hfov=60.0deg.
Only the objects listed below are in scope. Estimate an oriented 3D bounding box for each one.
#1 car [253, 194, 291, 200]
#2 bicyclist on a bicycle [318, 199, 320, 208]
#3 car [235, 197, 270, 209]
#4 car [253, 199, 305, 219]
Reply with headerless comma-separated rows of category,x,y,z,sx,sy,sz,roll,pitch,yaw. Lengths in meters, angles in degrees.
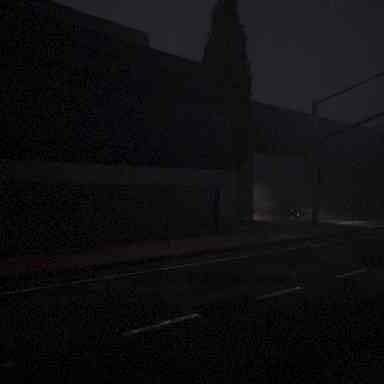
car,8.695,1.221,34.158,2.150,2.045,5.566,0,0,-36
bicyclist on a bicycle,16.223,1.303,43.263,1.656,1.620,0.582,0,0,-37
car,8.363,1.505,46.605,1.837,1.490,4.892,0,0,-37
car,7.632,1.601,29.727,1.895,1.301,4.718,0,0,-37
